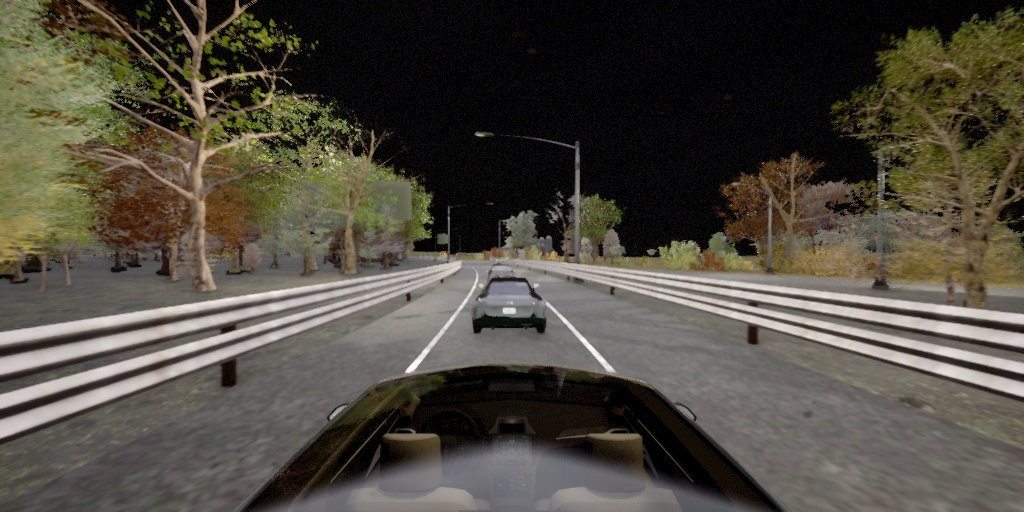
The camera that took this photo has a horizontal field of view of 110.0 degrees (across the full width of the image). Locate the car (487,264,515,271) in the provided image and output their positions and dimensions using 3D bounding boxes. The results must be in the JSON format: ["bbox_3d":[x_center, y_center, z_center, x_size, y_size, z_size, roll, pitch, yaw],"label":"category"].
[{"bbox_3d":[-0.731,1.279,24.404,2.033,1.411,5.357,0,0,-3],"label":"car"}]

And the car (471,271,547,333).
[{"bbox_3d":[-0.097,1.307,10.766,1.994,1.385,4.181,0,0,-1],"label":"car"}]
